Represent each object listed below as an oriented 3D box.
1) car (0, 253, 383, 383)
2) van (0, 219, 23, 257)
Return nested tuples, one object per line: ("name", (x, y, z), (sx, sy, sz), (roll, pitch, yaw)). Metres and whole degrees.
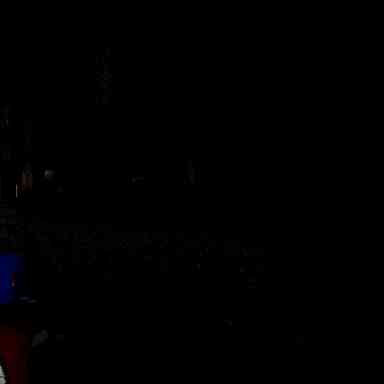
("car", (-0.340, 1.543, 3.205), (4.507, 1.381, 1.887), (0, 0, 36))
("van", (-4.961, 1.334, 6.503), (3.998, 1.788, 1.690), (0, 0, 36))
